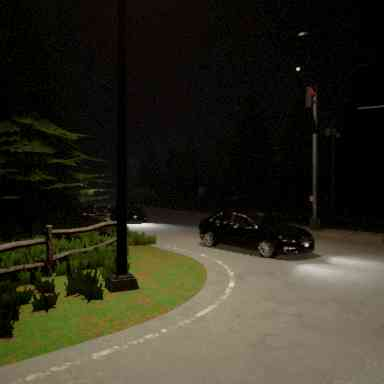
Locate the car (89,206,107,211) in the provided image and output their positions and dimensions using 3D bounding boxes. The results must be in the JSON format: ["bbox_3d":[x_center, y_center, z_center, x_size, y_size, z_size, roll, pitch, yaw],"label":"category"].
[{"bbox_3d":[-10.307,1.499,37.084,1.812,1.442,4.674,0,0,-24],"label":"car"}]

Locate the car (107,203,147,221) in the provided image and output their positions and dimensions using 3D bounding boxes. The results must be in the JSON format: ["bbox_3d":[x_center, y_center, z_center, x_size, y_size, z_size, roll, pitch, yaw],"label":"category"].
[{"bbox_3d":[-4.731,1.538,24.651,1.994,1.385,4.181,0,0,-25],"label":"car"}]

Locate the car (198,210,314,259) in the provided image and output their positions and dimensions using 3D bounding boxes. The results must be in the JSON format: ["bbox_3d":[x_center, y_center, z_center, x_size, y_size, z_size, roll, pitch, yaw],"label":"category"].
[{"bbox_3d":[2.236,1.478,12.732,1.837,1.490,4.892,0,0,-38],"label":"car"}]
